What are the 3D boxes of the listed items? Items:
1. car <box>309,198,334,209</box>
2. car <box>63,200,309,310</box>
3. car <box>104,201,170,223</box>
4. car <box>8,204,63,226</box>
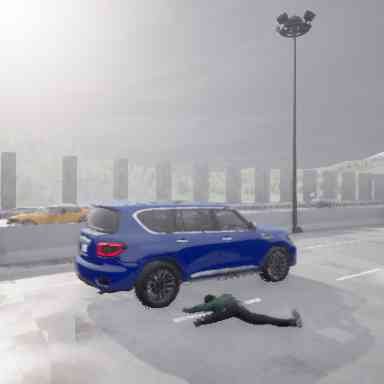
[{"bbox_3d":[16.995,1.525,44.235,4.674,1.442,1.812,0,0,-32],"label":"car"},{"bbox_3d":[0.084,1.228,8.074,5.566,2.045,2.150,1,0,-34],"label":"car"},{"bbox_3d":[-4.301,1.502,26.408,4.892,1.490,1.837,-1,0,-34],"label":"car"},{"bbox_3d":[-8.037,1.477,19.650,5.008,1.535,1.882,0,0,-34],"label":"car"}]
